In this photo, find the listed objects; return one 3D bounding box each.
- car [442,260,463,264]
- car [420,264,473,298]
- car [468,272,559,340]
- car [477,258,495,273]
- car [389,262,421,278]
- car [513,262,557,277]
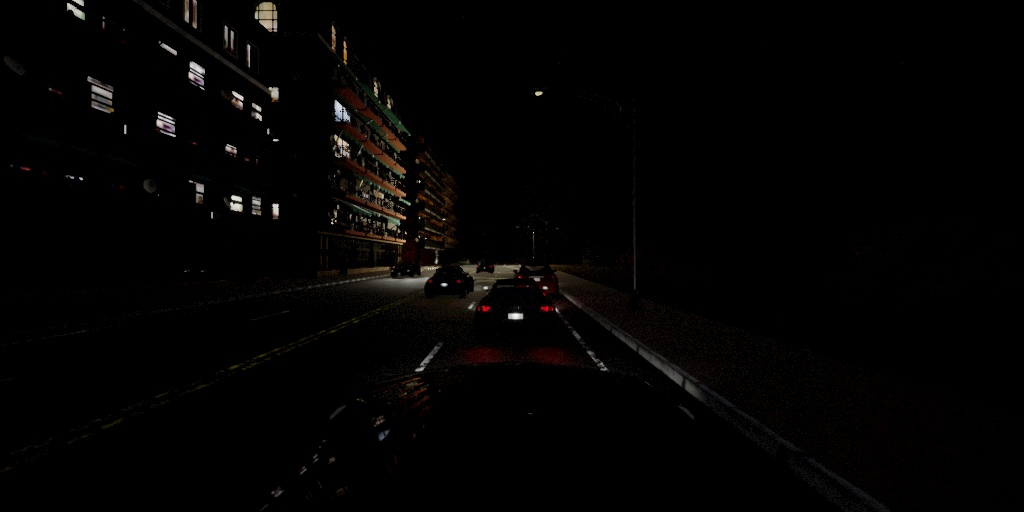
[{"bbox_3d":[-6.589,1.353,37.114,1.895,1.301,4.718,0,0,0],"label":"car"},{"bbox_3d":[-3.145,1.316,18.655,1.994,1.385,4.181,0,0,0],"label":"car"},{"bbox_3d":[0.097,1.315,10.007,1.994,1.385,4.181,0,0,0],"label":"car"},{"bbox_3d":[-3.136,1.315,43.020,1.994,1.385,4.181,0,0,0],"label":"car"},{"bbox_3d":[-9.840,1.278,33.583,1.812,1.442,4.674,0,0,0],"label":"car"},{"bbox_3d":[1.143,1.103,18.587,2.097,1.767,4.553,0,0,0],"label":"car"}]
